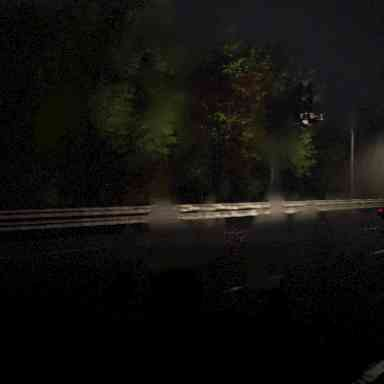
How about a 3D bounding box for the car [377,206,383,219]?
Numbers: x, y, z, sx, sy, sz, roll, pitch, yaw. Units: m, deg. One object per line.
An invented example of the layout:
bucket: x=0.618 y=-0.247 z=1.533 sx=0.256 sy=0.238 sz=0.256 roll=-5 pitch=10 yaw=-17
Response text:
car: x=16.879 y=1.458 z=26.777 sx=5.357 sy=1.411 sz=2.033 roll=0 pitch=0 yaw=-38
